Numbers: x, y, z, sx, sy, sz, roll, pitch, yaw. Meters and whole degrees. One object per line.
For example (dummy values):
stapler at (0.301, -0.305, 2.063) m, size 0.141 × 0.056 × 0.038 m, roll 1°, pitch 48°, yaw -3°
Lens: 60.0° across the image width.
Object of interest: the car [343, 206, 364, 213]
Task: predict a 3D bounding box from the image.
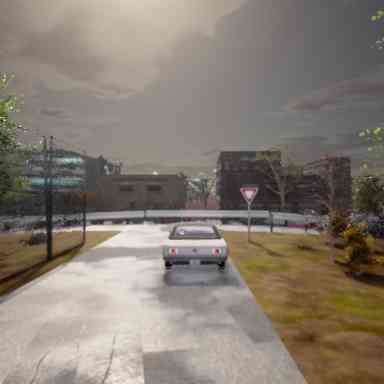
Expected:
car at (41.556, 4.506, 85.665) m, size 4.553 × 1.767 × 2.185 m, roll -1°, pitch 0°, yaw -17°

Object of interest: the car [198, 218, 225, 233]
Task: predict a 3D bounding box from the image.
car at (2.688, 4.684, 47.105) m, size 2.185 × 1.767 × 4.553 m, roll 0°, pitch -1°, yaw -18°

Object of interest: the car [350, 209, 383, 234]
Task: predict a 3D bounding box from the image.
car at (12.676, 2.286, 22.966) m, size 4.674 × 1.442 × 1.812 m, roll 4°, pitch 0°, yaw 4°

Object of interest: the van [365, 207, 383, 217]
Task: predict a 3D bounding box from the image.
van at (40.730, 4.457, 73.626) m, size 4.442 × 1.987 × 1.878 m, roll -1°, pitch 0°, yaw -17°

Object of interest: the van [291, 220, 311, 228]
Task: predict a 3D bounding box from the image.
van at (14.487, 4.583, 46.834) m, size 1.878 × 1.987 × 4.442 m, roll 0°, pitch 0°, yaw -18°

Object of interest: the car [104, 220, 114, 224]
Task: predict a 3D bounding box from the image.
car at (-12.087, 4.809, 47.514) m, size 2.097 × 1.535 × 5.008 m, roll 0°, pitch 0°, yaw -18°

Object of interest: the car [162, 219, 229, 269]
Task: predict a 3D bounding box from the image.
car at (0.088, 1.684, 11.490) m, size 1.895 × 1.301 × 4.718 m, roll 0°, pitch 0°, yaw 0°

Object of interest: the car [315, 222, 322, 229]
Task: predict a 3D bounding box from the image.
car at (17.500, 4.555, 46.613) m, size 2.435 × 2.045 × 5.566 m, roll 0°, pitch -1°, yaw -18°

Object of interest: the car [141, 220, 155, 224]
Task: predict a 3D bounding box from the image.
car at (-6.160, 4.838, 47.314) m, size 2.163 × 1.488 × 4.792 m, roll 0°, pitch -1°, yaw -18°

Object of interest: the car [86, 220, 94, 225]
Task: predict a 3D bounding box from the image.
car at (-15.114, 4.807, 47.775) m, size 1.946 × 1.575 × 5.366 m, roll 0°, pitch 0°, yaw -18°

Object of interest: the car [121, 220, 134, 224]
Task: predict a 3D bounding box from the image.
car at (-9.199, 4.808, 47.598) m, size 1.946 × 1.575 × 5.366 m, roll 0°, pitch 0°, yaw -18°

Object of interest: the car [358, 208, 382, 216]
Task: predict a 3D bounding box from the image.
car at (41.019, 4.668, 76.661) m, size 5.008 × 1.535 × 2.097 m, roll -1°, pitch 0°, yaw -17°

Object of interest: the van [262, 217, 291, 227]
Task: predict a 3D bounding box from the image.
van at (11.529, 4.583, 46.923) m, size 1.878 × 1.987 × 4.442 m, roll 0°, pitch 0°, yaw -18°

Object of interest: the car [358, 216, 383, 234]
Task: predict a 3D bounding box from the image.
car at (26.340, 4.553, 46.394) m, size 2.435 × 2.045 × 5.566 m, roll 0°, pitch 0°, yaw -18°

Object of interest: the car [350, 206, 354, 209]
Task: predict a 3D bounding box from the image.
car at (41.351, 4.684, 82.664) m, size 4.674 × 1.452 × 2.002 m, roll -1°, pitch 0°, yaw -17°

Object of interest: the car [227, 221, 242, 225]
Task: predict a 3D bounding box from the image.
car at (5.661, 4.810, 46.986) m, size 2.231 × 1.521 × 4.892 m, roll 0°, pitch 0°, yaw -18°
